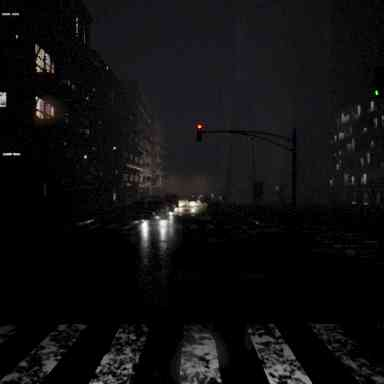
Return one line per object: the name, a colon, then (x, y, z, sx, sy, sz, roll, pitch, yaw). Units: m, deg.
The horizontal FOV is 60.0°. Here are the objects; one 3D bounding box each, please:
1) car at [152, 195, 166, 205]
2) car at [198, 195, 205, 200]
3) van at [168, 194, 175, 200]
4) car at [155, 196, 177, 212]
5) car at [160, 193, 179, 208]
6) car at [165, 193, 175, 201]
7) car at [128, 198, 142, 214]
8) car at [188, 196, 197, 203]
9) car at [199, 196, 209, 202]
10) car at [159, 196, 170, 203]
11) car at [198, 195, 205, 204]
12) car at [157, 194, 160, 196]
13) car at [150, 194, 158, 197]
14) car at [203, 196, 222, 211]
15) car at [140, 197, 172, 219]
car: (-5.677, 1.435, 57.934, 1.967, 1.590, 4.097, -1, 0, 0)
car: (2.687, 1.529, 92.053, 1.752, 1.417, 4.829, -1, 0, 0)
van: (-5.663, 1.344, 91.828, 1.690, 1.788, 3.998, -1, 0, 0)
car: (-3.078, 1.519, 39.062, 1.812, 1.442, 4.674, 0, 0, 0)
car: (-3.068, 1.215, 49.409, 2.150, 2.045, 5.566, 0, 0, 0)
car: (-5.666, 1.316, 86.180, 2.192, 1.841, 5.009, -1, 0, 0)
car: (-5.685, 1.538, 35.339, 1.887, 1.381, 4.507, -1, 0, 0)
car: (0.134, 1.545, 69.761, 2.033, 1.411, 5.357, 0, 0, 0)
car: (2.680, 1.543, 74.936, 1.887, 1.381, 4.507, -1, 0, 0)
car: (-5.670, 1.579, 69.233, 1.802, 1.307, 4.206, -1, 0, 0)
car: (2.675, 1.547, 63.637, 2.008, 1.369, 4.403, -1, 0, 0)
car: (-5.681, 1.309, 52.287, 2.192, 1.841, 5.009, -1, 0, 0)
car: (-5.684, 1.433, 40.988, 1.967, 1.590, 4.097, -1, 0, 0)
car: (2.664, 1.538, 41.042, 1.887, 1.381, 4.507, -1, 0, 0)
car: (-3.086, 1.499, 29.308, 1.837, 1.490, 4.892, 0, 0, 0)
